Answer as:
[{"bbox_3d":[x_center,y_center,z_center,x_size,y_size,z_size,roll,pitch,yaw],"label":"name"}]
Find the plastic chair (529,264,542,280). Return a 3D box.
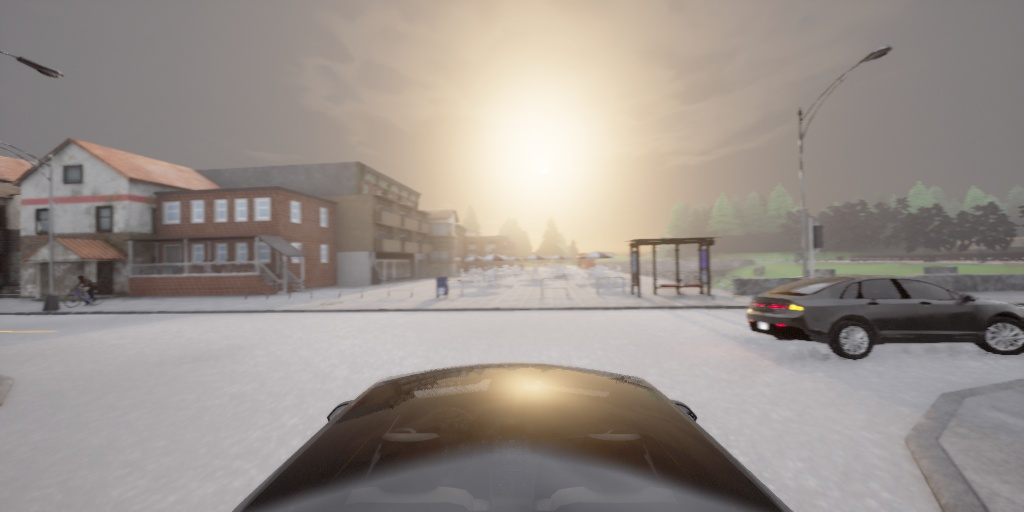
[{"bbox_3d":[2.234,1.649,33.739,0.750,1.272,0.730,0,0,6],"label":"plastic chair"}]

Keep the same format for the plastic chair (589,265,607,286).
[{"bbox_3d":[6.113,1.451,25.502,0.750,1.272,0.730,0,0,6],"label":"plastic chair"}]

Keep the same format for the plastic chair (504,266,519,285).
[{"bbox_3d":[-0.058,1.627,28.043,0.730,1.272,0.750,0,0,6],"label":"plastic chair"}]

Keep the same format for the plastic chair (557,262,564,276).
[{"bbox_3d":[5.304,1.675,41.096,0.750,1.272,0.730,0,0,5],"label":"plastic chair"}]

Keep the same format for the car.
[{"bbox_3d":[7.645,1.155,7.522,4.892,1.490,1.837,-1,-4,-1],"label":"car"}]

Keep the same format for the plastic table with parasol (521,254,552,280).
[{"bbox_3d":[2.407,1.057,34.927,2.482,2.480,2.482,0,0,6],"label":"plastic table with parasol"}]

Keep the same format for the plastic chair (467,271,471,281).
[{"bbox_3d":[-3.568,1.787,33.962,0.750,1.272,0.730,0,0,5],"label":"plastic chair"}]

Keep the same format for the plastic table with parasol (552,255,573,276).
[{"bbox_3d":[5.540,1.080,42.256,2.482,2.480,2.482,0,0,6],"label":"plastic table with parasol"}]

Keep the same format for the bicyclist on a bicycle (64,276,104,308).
[{"bbox_3d":[-22.365,1.842,18.768,0.582,1.620,1.656,-1,0,6],"label":"bicyclist on a bicycle"}]

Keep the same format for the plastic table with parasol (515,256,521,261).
[{"bbox_3d":[0.497,1.296,49.727,2.482,2.480,2.482,0,0,6],"label":"plastic table with parasol"}]

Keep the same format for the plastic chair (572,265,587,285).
[{"bbox_3d":[5.052,1.494,26.917,0.730,1.272,0.750,0,0,6],"label":"plastic chair"}]

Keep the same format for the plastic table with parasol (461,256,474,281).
[{"bbox_3d":[-3.521,1.197,35.141,2.482,2.480,2.482,0,0,6],"label":"plastic table with parasol"}]

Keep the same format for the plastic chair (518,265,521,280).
[{"bbox_3d":[1.174,1.692,35.154,0.730,1.272,0.750,0,0,6],"label":"plastic chair"}]

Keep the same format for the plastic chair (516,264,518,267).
[{"bbox_3d":[0.441,1.886,48.586,0.750,1.272,0.730,0,0,6],"label":"plastic chair"}]

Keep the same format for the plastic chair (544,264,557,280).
[{"bbox_3d":[3.739,1.627,34.690,0.730,1.272,0.750,0,0,6],"label":"plastic chair"}]

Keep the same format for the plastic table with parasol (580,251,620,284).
[{"bbox_3d":[6.382,0.857,26.751,2.482,2.480,2.482,0,0,6],"label":"plastic table with parasol"}]

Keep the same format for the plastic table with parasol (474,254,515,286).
[{"bbox_3d":[-1.319,1.056,28.292,2.482,2.480,2.482,0,0,6],"label":"plastic table with parasol"}]

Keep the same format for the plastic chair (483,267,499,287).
[{"bbox_3d":[-1.562,1.650,27.091,0.750,1.272,0.730,0,0,6],"label":"plastic chair"}]

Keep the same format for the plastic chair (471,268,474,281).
[{"bbox_3d":[-2.623,1.693,28.506,0.730,1.272,0.750,0,0,6],"label":"plastic chair"}]
